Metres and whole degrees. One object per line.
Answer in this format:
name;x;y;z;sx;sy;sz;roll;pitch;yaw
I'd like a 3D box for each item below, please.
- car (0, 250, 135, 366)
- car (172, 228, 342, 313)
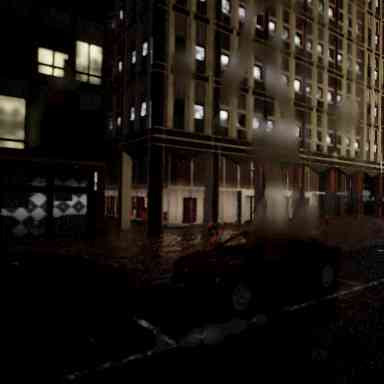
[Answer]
car;-2.888;1.567;4.483;4.313;1.339;1.947;0;1;-35
car;1.650;1.573;7.722;4.507;1.381;1.887;0;1;-35
